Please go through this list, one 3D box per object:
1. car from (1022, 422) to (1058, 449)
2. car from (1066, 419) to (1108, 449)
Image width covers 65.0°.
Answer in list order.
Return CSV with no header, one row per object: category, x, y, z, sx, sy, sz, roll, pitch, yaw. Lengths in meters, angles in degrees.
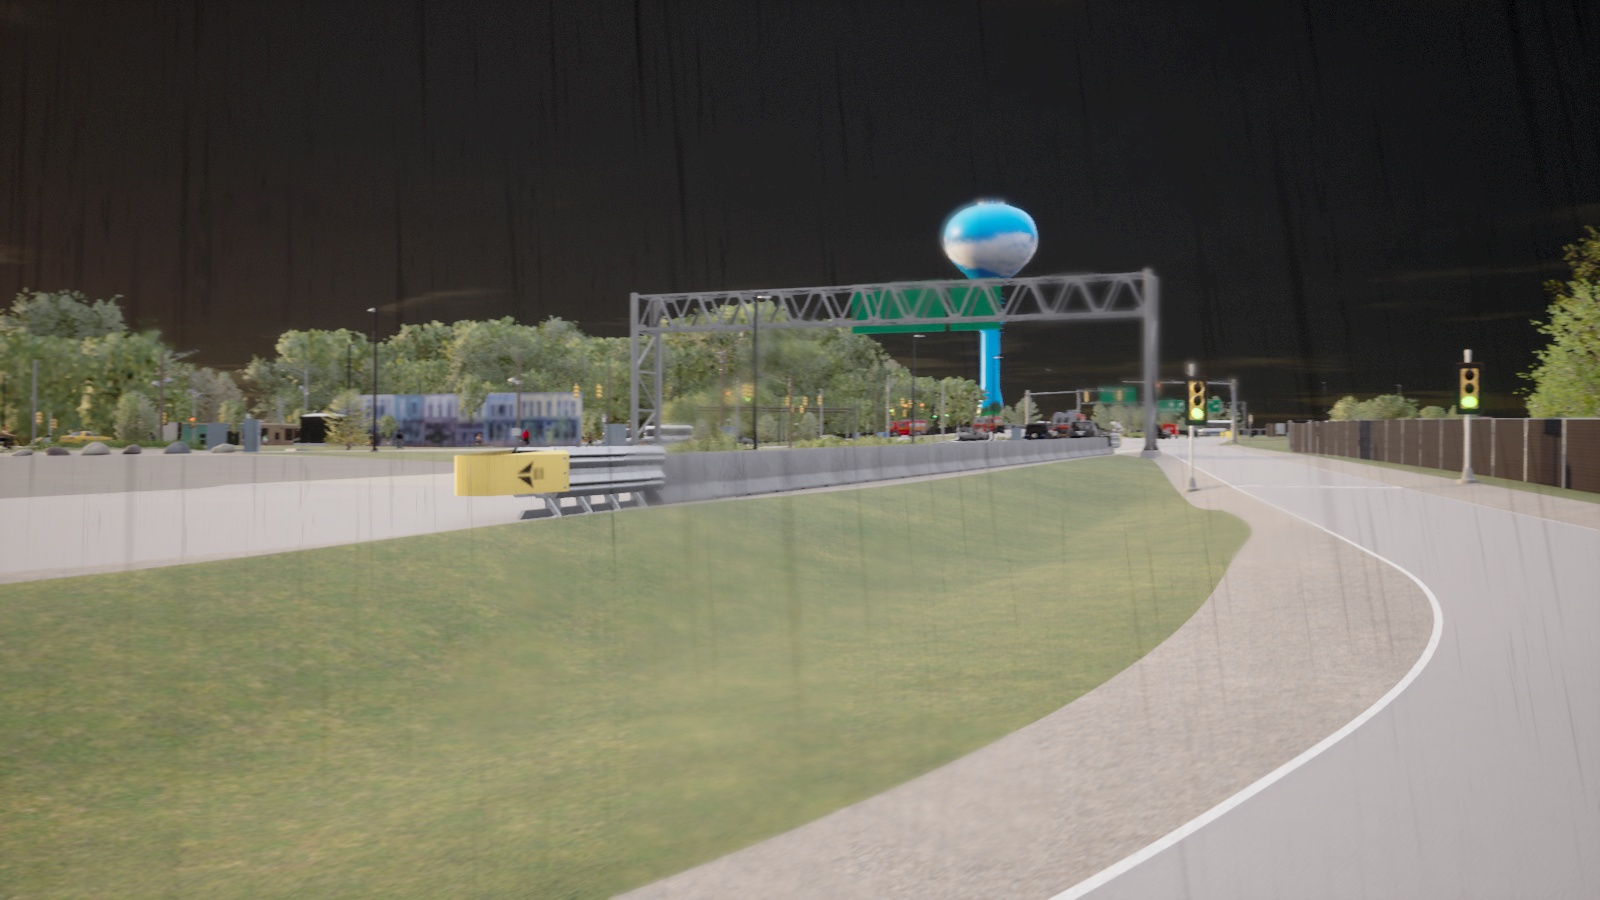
car,17.383,-1.070,90.994,1.905,1.878,3.866,0,1,21
car,20.413,-1.138,89.111,2.150,2.045,5.566,0,1,21
